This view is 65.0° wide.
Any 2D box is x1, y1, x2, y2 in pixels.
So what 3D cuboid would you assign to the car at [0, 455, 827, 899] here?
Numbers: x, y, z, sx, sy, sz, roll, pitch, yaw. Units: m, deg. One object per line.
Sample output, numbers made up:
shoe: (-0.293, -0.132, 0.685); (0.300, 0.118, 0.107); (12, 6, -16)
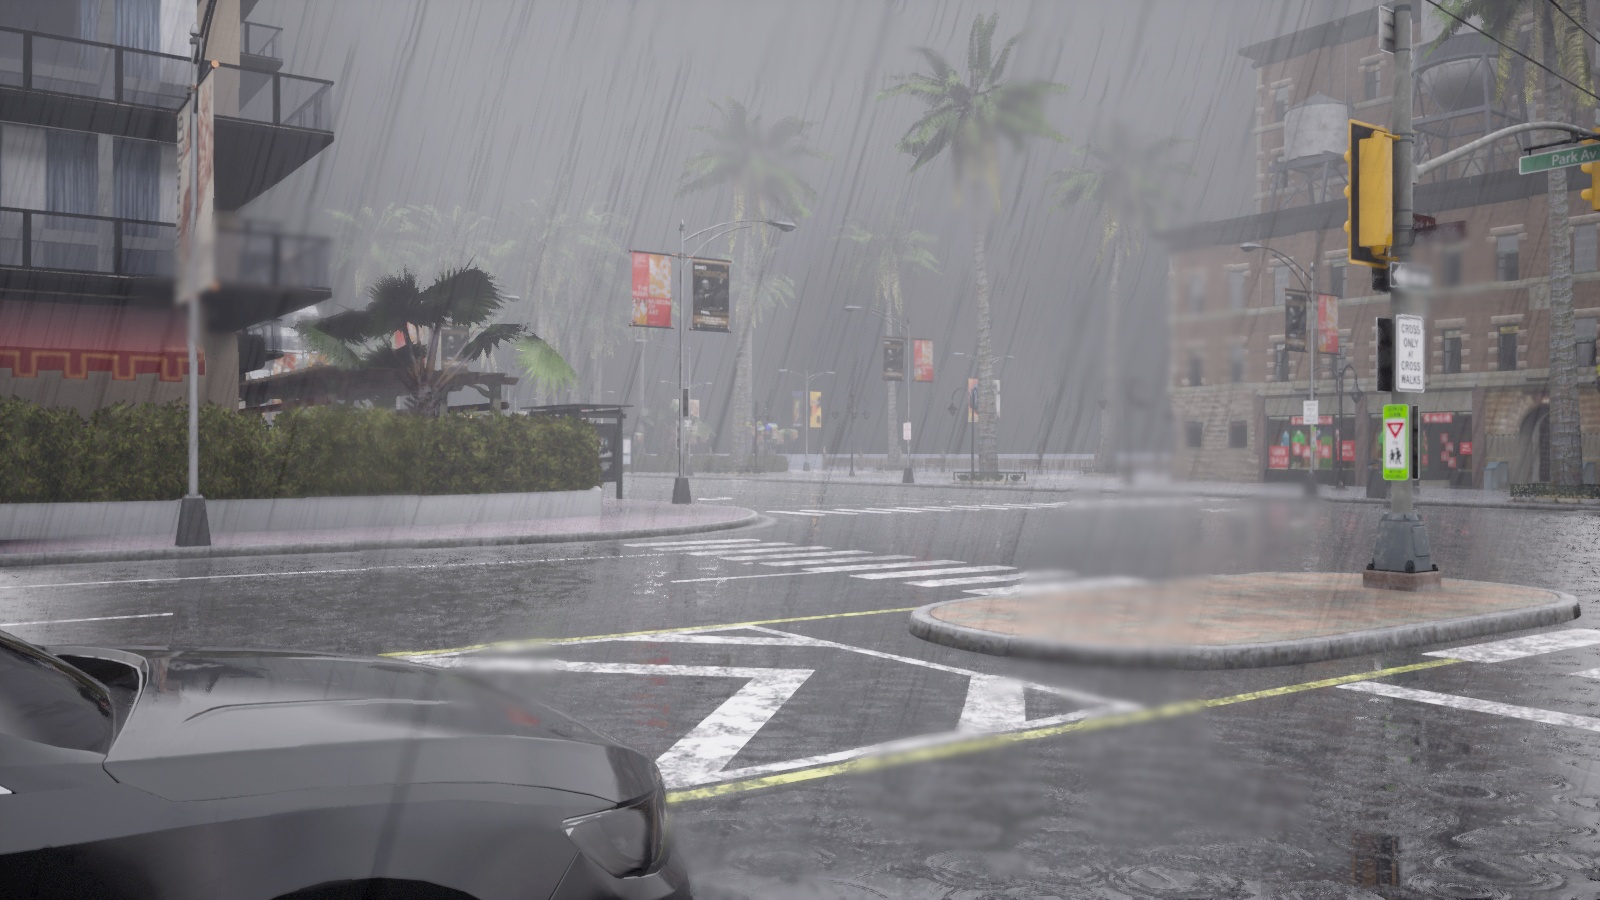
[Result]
car: (-2.478, 0.760, 1.933); (4.892, 1.490, 1.837); (0, 0, -35)
